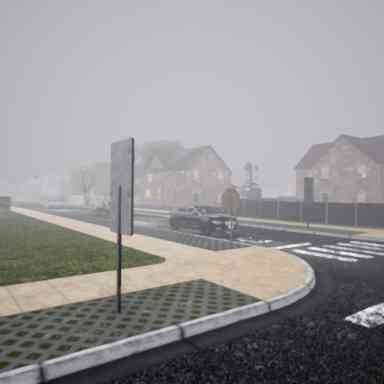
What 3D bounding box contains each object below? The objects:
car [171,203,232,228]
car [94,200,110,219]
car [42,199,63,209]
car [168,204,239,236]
[{"bbox_3d":[0.545,1.534,22.942,1.812,1.442,4.674,1,0,-34],"label":"car"},{"bbox_3d":[-6.884,1.461,28.572,2.128,1.511,4.902,1,0,-36],"label":"car"},{"bbox_3d":[-19.181,1.607,45.658,1.895,1.301,4.718,1,-1,-36],"label":"car"},{"bbox_3d":[0.501,1.470,18.398,2.128,1.511,4.902,1,0,-36],"label":"car"}]
